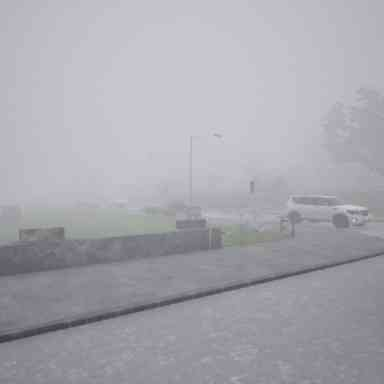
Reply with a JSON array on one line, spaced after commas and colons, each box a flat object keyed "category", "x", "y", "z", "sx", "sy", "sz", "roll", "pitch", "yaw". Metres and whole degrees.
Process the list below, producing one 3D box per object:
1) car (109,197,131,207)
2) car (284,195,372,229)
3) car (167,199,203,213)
[{"category": "car", "x": -10.864, "y": 1.525, "z": 49.466, "sx": 1.812, "sy": 1.442, "sz": 4.674, "roll": 0, "pitch": 0, "yaw": -35}, {"category": "car", "x": 8.723, "y": 1.221, "z": 21.921, "sx": 2.150, "sy": 2.045, "sz": 5.566, "roll": 0, "pitch": 0, "yaw": -35}, {"category": "car", "x": -0.830, "y": 1.478, "z": 35.347, "sx": 1.882, "sy": 1.535, "sz": 5.008, "roll": 0, "pitch": 0, "yaw": -35}]
